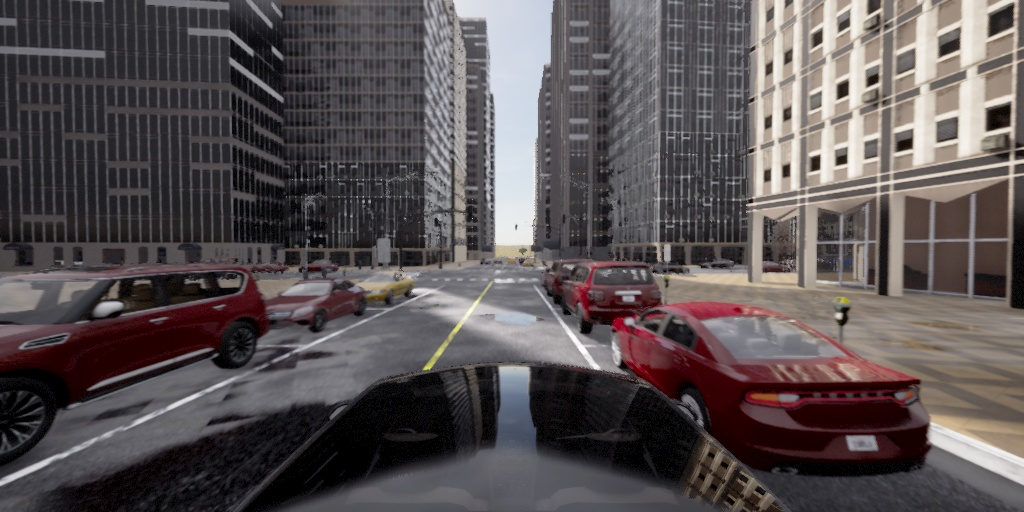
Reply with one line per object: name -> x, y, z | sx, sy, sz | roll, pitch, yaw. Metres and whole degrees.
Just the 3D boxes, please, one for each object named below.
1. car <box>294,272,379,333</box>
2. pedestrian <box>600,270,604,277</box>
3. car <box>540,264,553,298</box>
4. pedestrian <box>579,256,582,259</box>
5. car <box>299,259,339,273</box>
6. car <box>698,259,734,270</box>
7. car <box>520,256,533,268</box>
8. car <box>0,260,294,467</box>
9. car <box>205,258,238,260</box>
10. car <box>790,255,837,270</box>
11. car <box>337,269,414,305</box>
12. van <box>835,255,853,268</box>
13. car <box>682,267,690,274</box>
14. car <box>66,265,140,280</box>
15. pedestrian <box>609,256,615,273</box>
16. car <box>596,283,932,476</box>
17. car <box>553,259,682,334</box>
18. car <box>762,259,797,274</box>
car -> -5.694, 1.323, 10.597 | 1.802, 1.307, 4.207 | 0, 0, 0
pedestrian -> 7.124, 1.257, 28.408 | 0.500, 1.100, 0.500 | -1, 1, 0
car -> 2.685, 1.051, 16.226 | 2.192, 1.841, 5.009 | 0, 0, 0
pedestrian -> 5.764, 0.864, 29.599 | 0.375, 1.860, 0.375 | -1, 1, 0
car -> -22.588, 1.179, 41.983 | 4.097, 1.591, 1.967 | 0, 0, -5
car -> 26.421, 1.021, 46.521 | 4.313, 1.339, 1.948 | 0, 0, -5
car -> 2.795, 1.206, 61.389 | 1.751, 1.417, 4.829 | 0, 0, 0
car -> -5.692, 1.061, 4.971 | 2.192, 1.841, 5.009 | 0, 0, 0
car -> -33.838, 1.118, 40.933 | 5.009, 1.841, 2.192 | 0, 0, -5
car -> 37.264, 0.975, 44.872 | 4.674, 1.442, 1.812 | 0, 1, -5
car -> -5.697, 1.261, 16.052 | 1.751, 1.417, 4.829 | 0, 0, 0
van -> 43.314, 0.698, 48.089 | 3.998, 1.789, 1.690 | 0, 0, -5
car -> 16.114, 1.264, 37.149 | 4.313, 1.339, 1.948 | 0, 0, -5
car -> -39.343, 1.561, 34.609 | 4.718, 1.301, 1.895 | 0, 1, -5
pedestrian -> 8.124, 0.900, 29.000 | 0.375, 1.860, 0.375 | -1, 1, 0
car -> 2.690, 1.293, 4.974 | 1.888, 1.381, 4.507 | 0, 0, 0
car -> 2.688, 1.057, 10.600 | 2.192, 1.841, 5.009 | 0, 0, 0
car -> 27.368, 1.215, 38.194 | 4.207, 1.307, 1.802 | 0, 0, -5
